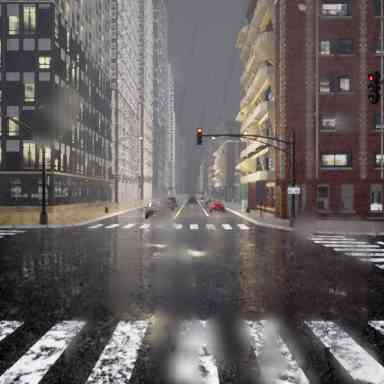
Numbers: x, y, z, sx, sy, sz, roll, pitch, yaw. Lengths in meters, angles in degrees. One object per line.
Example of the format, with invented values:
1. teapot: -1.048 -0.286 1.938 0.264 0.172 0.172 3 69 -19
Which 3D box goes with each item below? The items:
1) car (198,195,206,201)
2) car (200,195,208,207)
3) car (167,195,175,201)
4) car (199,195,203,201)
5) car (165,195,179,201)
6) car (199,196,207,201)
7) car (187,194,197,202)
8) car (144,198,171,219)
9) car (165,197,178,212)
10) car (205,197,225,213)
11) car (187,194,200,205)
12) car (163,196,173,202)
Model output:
1. car: 2.718 1.491 89.666 1.967 1.590 4.097 0 0 0
2. car: 2.707 1.567 50.126 2.008 1.369 4.403 0 0 0
3. car: -5.662 1.595 89.669 1.887 1.381 4.507 0 0 0
4. car: 2.709 1.571 55.774 2.008 1.369 4.403 0 0 0
5. car: -3.038 1.521 49.912 1.837 1.490 4.892 0 0 0
6. car: 2.716 1.626 84.017 1.802 1.307 4.206 0 0 0
7. car: 0.023 1.218 69.781 2.097 1.767 4.553 0 0 0
8. car: -3.109 1.553 29.478 2.033 1.411 5.357 0 0 -4
9. car: -3.070 1.574 39.497 1.994 1.385 4.181 0 0 1
10. car: 2.754 1.591 37.209 1.802 1.307 4.206 0 0 0
11. car: 0.019 1.548 59.808 1.812 1.442 4.674 0 0 0
12. car: -5.665 1.589 78.371 2.008 1.369 4.403 0 0 0
